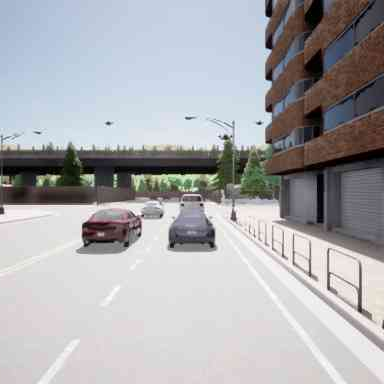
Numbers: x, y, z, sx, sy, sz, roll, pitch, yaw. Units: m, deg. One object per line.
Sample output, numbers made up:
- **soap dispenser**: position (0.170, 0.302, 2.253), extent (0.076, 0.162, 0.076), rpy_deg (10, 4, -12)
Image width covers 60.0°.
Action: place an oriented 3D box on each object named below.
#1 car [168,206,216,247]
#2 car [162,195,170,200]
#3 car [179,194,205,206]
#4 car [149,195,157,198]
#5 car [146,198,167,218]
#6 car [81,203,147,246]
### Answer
- **car**: position (0.005, 1.564, 15.114), extent (1.994, 1.385, 4.181), rpy_deg (0, 0, 0)
- **car**: position (-7.017, 1.553, 90.783), extent (1.994, 1.385, 4.181), rpy_deg (0, 0, 0)
- **car**: position (0.004, 1.216, 29.791), extent (2.150, 2.045, 5.566), rpy_deg (0, 0, 0)
- **car**: position (-10.508, 1.524, 90.103), extent (1.812, 1.442, 4.674), rpy_deg (0, 0, 0)
- **car**: position (-3.524, 1.526, 30.177), extent (1.812, 1.442, 4.674), rpy_deg (0, 0, -1)
- **car**: position (-3.494, 1.478, 15.269), extent (1.882, 1.535, 5.008), rpy_deg (0, 0, 0)
